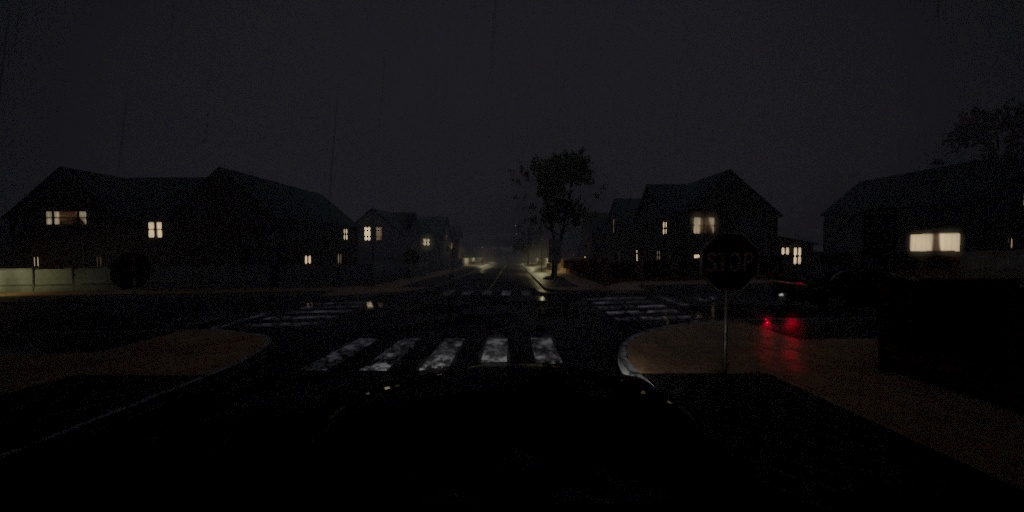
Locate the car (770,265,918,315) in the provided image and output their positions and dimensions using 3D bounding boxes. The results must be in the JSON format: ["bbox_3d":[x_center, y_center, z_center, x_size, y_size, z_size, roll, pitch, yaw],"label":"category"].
[{"bbox_3d":[11.431,1.051,11.983,4.902,1.511,2.128,-1,2,0],"label":"car"}]
